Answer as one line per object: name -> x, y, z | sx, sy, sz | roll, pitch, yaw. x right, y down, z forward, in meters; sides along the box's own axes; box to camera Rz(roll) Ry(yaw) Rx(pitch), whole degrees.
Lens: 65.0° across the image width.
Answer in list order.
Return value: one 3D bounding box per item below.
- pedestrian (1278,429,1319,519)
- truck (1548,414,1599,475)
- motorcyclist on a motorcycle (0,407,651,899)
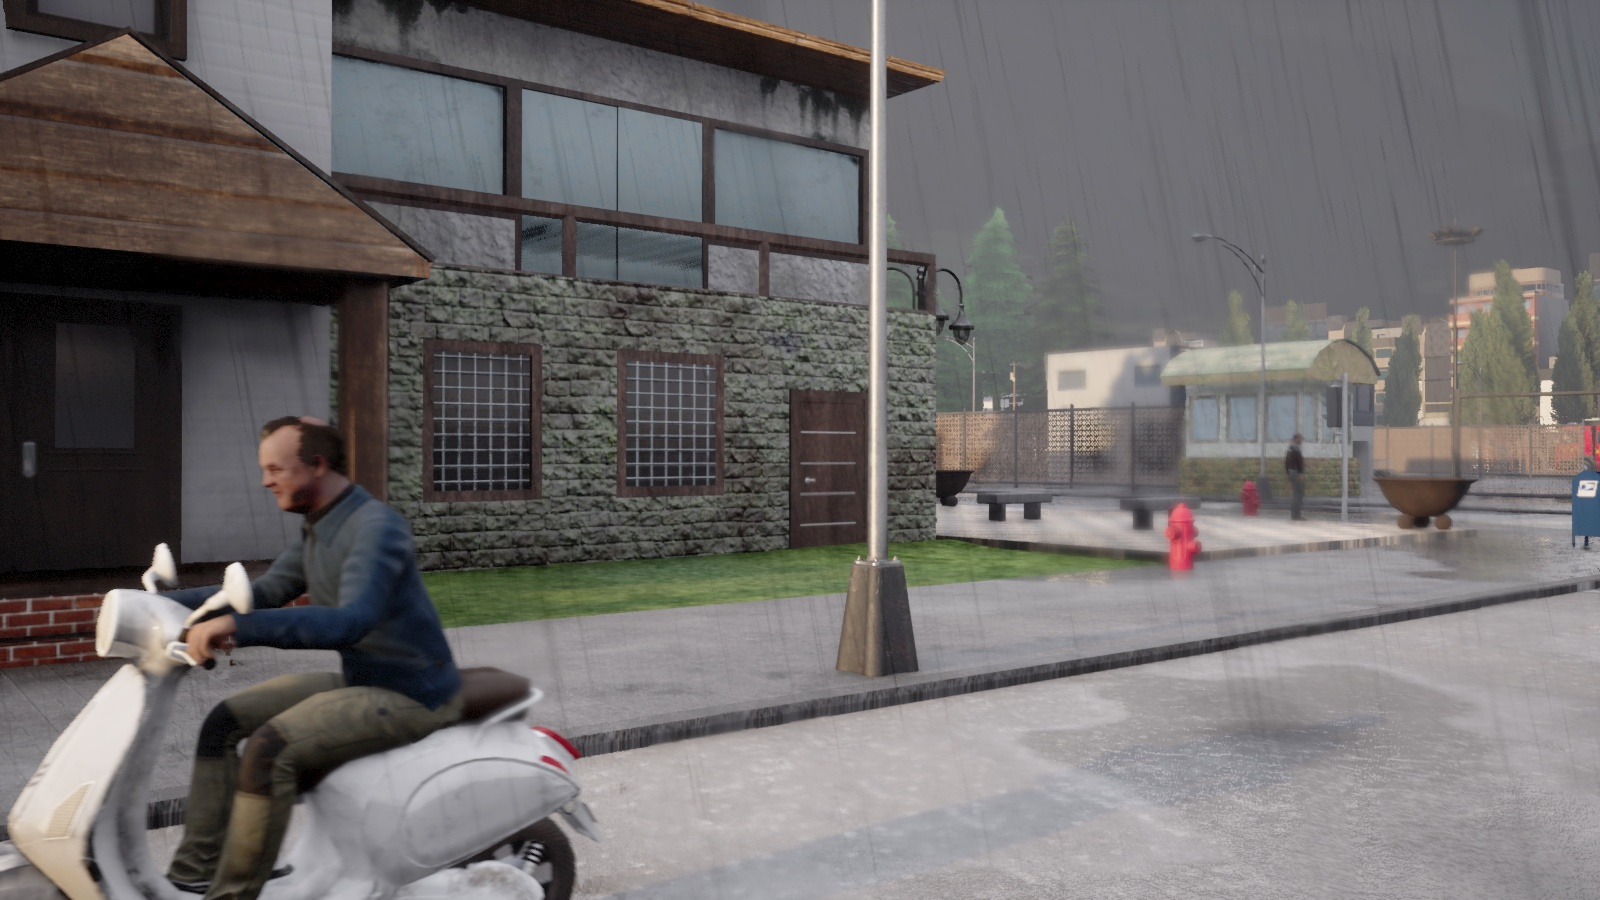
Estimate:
pedestrian -> 10.351, 0.493, 26.090 | 0.720, 1.854, 0.376 | 0, 0, 8
truck -> 52.102, -0.338, 78.686 | 2.891, 3.827, 8.468 | 0, 0, -39
motorcyclist on a motorcycle -> -1.400, 0.709, 3.306 | 1.817, 1.590, 0.866 | 0, 0, -38
